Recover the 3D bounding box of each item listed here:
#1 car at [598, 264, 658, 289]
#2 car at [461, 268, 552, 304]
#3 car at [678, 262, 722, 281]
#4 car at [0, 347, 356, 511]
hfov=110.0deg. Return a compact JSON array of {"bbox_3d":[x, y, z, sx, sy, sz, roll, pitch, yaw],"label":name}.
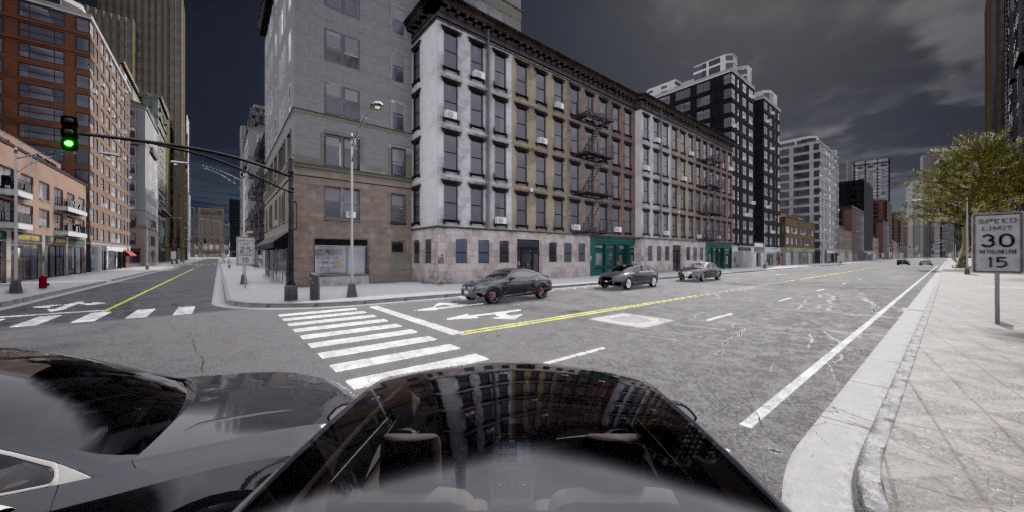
[{"bbox_3d":[7.513,1.257,22.957,4.892,1.490,1.837,0,0,-39],"label":"car"},{"bbox_3d":[-0.140,1.286,16.686,4.674,1.442,1.812,0,0,-39],"label":"car"},{"bbox_3d":[15.484,1.234,29.476,4.902,1.511,2.128,0,0,-39],"label":"car"},{"bbox_3d":[-3.233,1.257,1.695,4.892,1.490,1.837,0,0,-35],"label":"car"}]
